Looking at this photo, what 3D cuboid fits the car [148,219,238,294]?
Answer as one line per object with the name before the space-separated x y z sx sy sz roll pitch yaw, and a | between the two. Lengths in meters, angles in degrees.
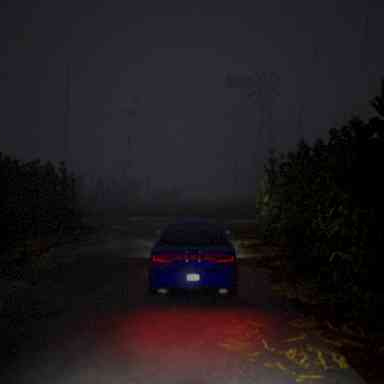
car | 0.035 1.451 8.731 1.882 1.535 5.008 0 0 0
